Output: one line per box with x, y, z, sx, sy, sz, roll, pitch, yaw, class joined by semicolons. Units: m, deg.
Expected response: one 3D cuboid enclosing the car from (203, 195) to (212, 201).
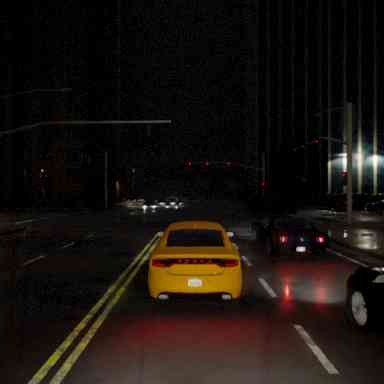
3.734;1.417;79.593;1.837;1.490;4.892;0;0;0;car

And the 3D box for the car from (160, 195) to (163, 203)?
-6.798;1.341;69.162;2.097;1.767;4.553;0;0;0;car

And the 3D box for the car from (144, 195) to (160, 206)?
-6.922;1.497;56.100;1.837;1.490;4.892;0;0;0;car

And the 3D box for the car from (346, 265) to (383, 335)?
3.612;1.504;3.935;1.837;1.490;4.892;0;0;0;car

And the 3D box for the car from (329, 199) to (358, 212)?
19.036;1.542;38.903;5.357;1.411;2.033;0;0;0;car

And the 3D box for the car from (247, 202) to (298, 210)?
7.786;1.596;32.193;4.718;1.301;1.895;0;0;18;car

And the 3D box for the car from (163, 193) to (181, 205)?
-3.398;1.213;59.044;2.150;2.045;5.566;0;0;0;car

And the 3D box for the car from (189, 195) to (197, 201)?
0.235;1.356;80.143;1.994;1.385;4.181;0;0;0;car

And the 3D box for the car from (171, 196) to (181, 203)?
-3.298;1.554;69.310;1.994;1.385;4.181;0;0;0;car

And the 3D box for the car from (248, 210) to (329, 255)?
3.620;1.599;13.206;1.895;1.301;4.718;0;0;0;car

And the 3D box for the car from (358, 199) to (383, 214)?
20.950;1.486;35.420;4.902;1.511;2.128;0;0;-1;car

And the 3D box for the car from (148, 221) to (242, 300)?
0.079;1.476;8.448;1.882;1.535;5.008;0;0;1;car
